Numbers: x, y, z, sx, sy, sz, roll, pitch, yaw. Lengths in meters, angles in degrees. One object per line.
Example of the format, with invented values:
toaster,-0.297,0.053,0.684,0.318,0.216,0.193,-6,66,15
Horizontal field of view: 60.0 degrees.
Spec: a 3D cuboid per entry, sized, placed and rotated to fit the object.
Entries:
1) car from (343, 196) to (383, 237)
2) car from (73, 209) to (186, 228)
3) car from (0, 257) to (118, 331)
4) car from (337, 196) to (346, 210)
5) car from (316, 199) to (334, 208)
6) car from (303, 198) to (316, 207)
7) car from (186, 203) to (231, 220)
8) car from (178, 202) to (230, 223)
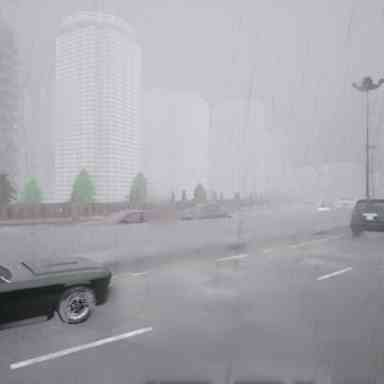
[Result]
car,10.444,1.368,18.059,2.150,2.045,5.566,0,0,43
car,-2.934,1.577,15.307,5.008,1.535,1.882,0,0,-41
car,-3.723,1.631,5.525,4.718,1.301,1.895,0,0,-36
car,21.860,1.591,47.116,2.150,2.045,5.566,0,0,28
car,23.430,1.937,57.497,2.128,1.511,4.902,0,0,28
car,22.271,1.954,62.733,1.882,1.535,5.008,0,0,28
car,0.933,1.728,23.620,1.994,1.385,4.181,0,-1,44
car,1.140,1.706,28.901,1.837,1.490,4.892,0,0,41
